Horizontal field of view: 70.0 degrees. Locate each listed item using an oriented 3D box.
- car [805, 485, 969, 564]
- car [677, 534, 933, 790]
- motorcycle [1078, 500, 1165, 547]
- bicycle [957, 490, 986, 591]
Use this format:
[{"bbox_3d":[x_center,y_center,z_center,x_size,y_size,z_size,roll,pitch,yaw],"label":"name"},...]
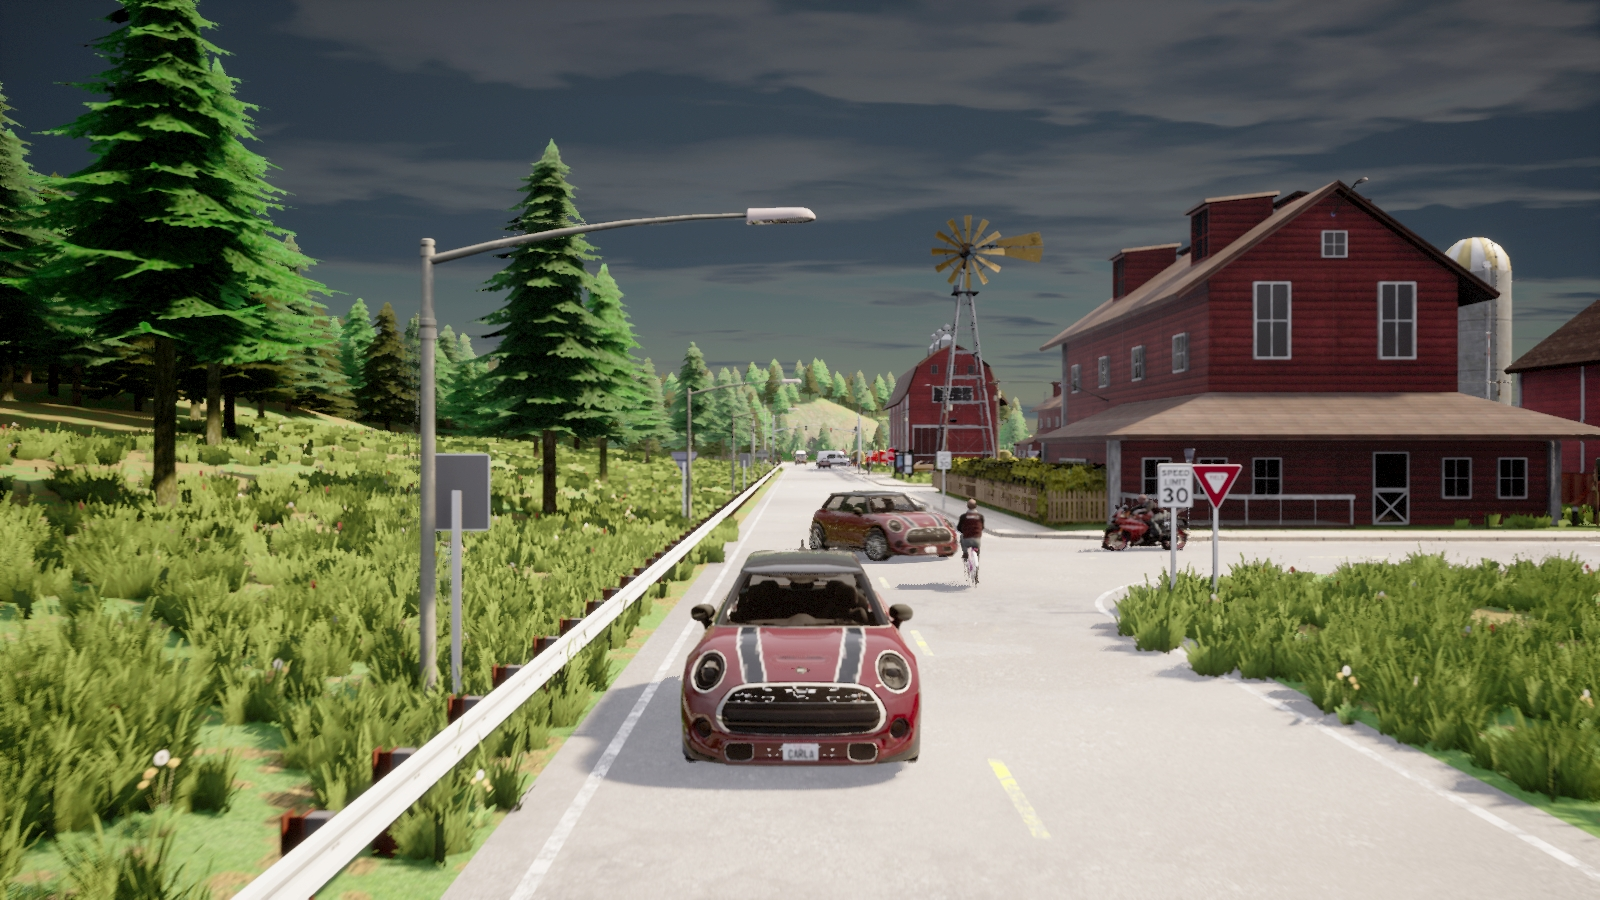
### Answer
[{"bbox_3d":[2.148,1.850,29.631,2.097,1.767,4.553,0,0,-29],"label":"car"},{"bbox_3d":[0.051,1.902,11.639,2.097,1.767,4.553,0,0,0],"label":"car"},{"bbox_3d":[9.047,2.057,32.222,2.209,1.251,0.867,0,0,0],"label":"motorcycle"},{"bbox_3d":[3.490,1.803,23.341,0.329,1.919,1.835,0,0,0],"label":"bicycle"}]
